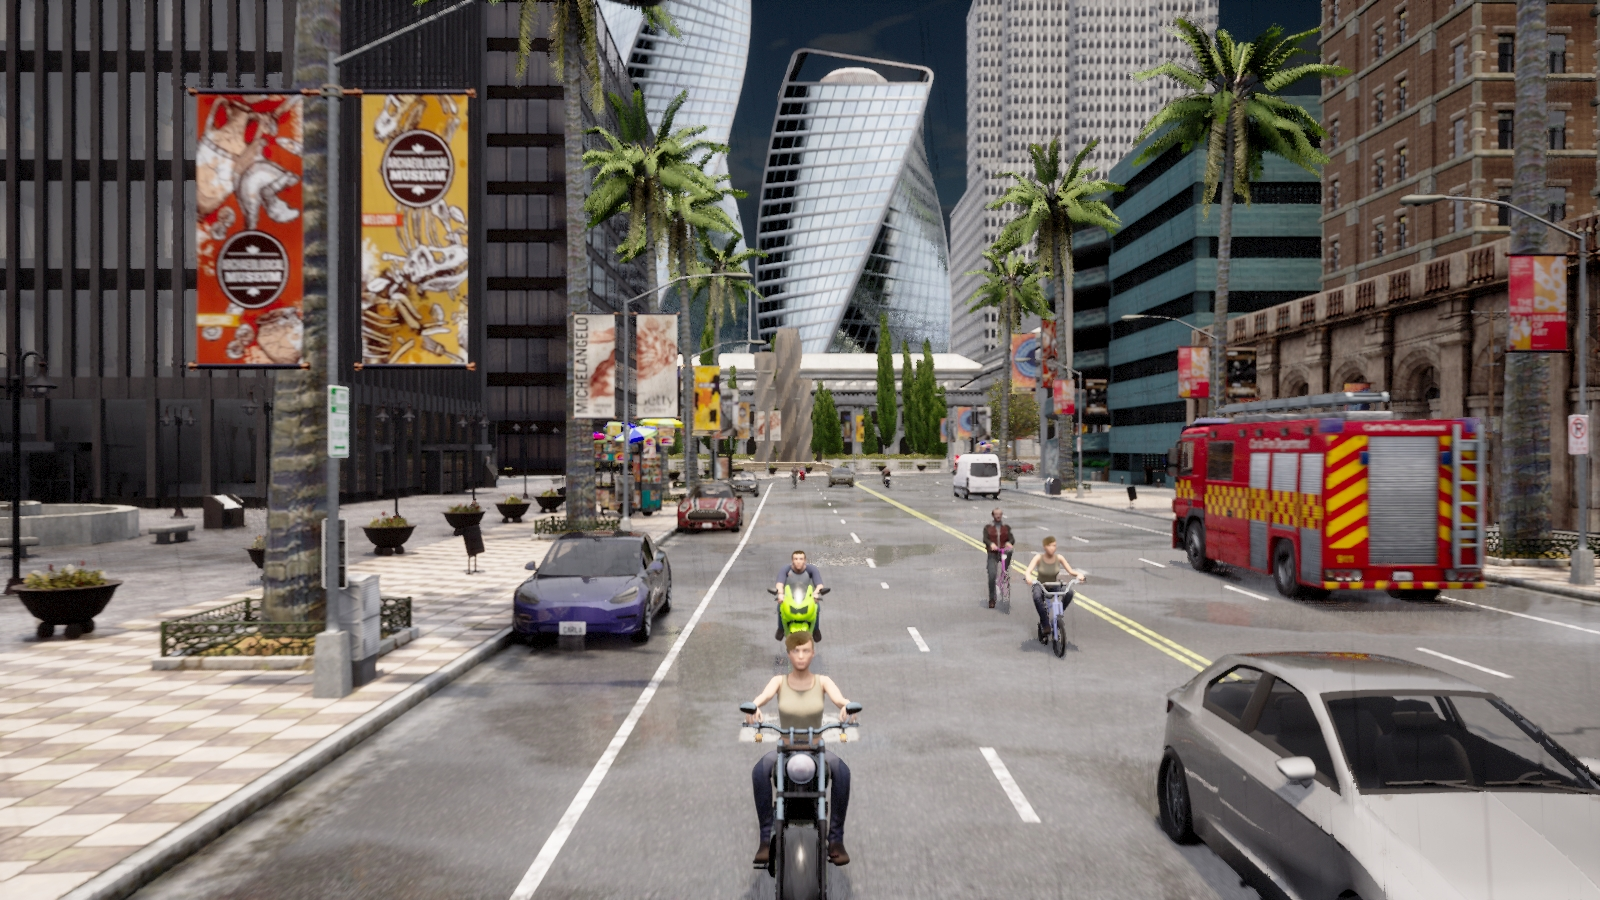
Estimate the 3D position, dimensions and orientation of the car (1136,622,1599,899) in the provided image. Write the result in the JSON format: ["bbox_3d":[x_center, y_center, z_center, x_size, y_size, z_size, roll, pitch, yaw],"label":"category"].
[{"bbox_3d":[3.501,2.067,6.727,1.816,1.474,4.193,0,0,0],"label":"car"}]

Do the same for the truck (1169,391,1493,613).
[{"bbox_3d":[10.504,0.894,23.898,2.891,3.827,8.468,0,0,0],"label":"truck"}]

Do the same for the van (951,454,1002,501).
[{"bbox_3d":[10.209,1.543,66.402,1.988,2.561,5.915,0,0,-1],"label":"van"}]

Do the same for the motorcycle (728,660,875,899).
[{"bbox_3d":[0.009,2.171,7.146,0.764,1.277,2.356,0,0,0],"label":"motorcycle"}]

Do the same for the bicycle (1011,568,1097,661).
[{"bbox_3d":[3.494,2.258,15.869,0.859,1.080,1.487,0,0,0],"label":"bicycle"}]

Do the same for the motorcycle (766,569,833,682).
[{"bbox_3d":[-0.014,2.215,14.725,0.803,1.145,2.033,0,0,0],"label":"motorcycle"}]
